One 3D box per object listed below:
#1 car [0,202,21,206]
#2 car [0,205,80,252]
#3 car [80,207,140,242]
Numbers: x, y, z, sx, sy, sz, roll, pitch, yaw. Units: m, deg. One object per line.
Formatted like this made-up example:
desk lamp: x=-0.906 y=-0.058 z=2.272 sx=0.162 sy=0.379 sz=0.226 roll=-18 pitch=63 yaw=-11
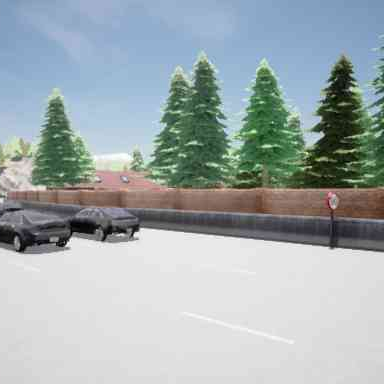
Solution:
car: x=-14.452 y=1.517 z=25.878 sx=1.837 sy=1.490 sz=4.892 roll=0 pitch=0 yaw=-44
car: x=-6.942 y=1.517 z=13.916 sx=4.892 sy=1.490 sz=1.837 roll=0 pitch=0 yaw=41
car: x=-4.652 y=1.495 z=16.563 sx=4.902 sy=1.511 sz=2.128 roll=0 pitch=0 yaw=41
